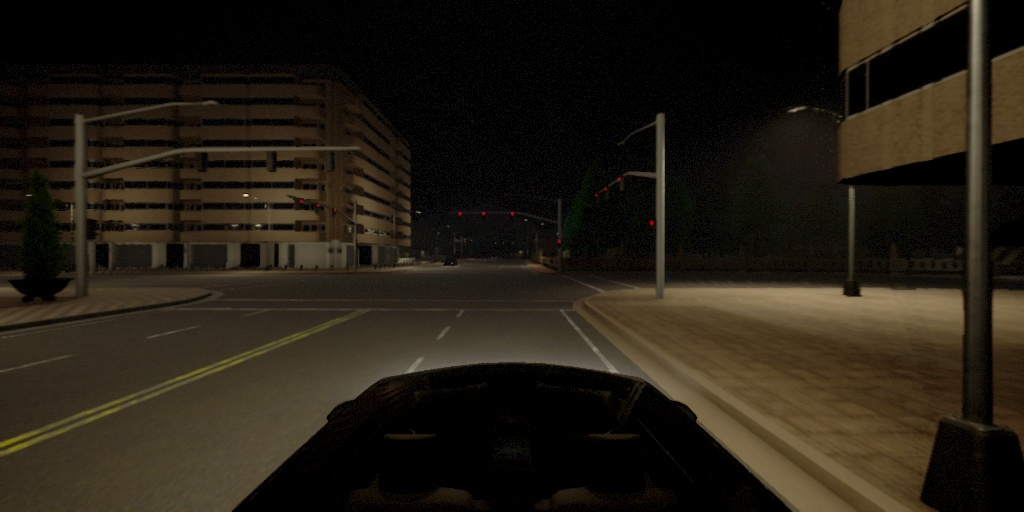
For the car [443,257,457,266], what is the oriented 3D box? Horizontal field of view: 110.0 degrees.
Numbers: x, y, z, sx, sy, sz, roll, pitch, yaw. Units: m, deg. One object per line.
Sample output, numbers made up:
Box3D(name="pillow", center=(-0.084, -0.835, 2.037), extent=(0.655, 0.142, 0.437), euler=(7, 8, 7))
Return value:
Box3D(name="car", center=(-10.477, 1.021, 60.973), extent=(1.837, 1.490, 4.892), euler=(0, 3, 0))
